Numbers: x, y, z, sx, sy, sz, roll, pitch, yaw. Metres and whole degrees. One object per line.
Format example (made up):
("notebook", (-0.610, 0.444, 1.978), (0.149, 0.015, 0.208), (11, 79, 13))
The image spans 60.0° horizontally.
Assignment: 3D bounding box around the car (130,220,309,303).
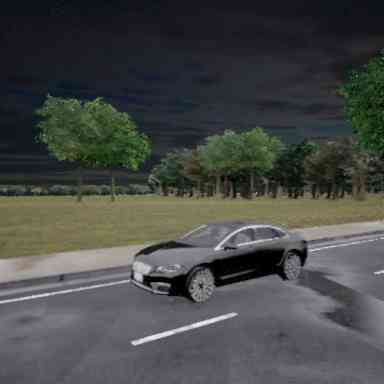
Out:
("car", (0.885, 1.494, 8.311), (4.902, 1.511, 2.128), (0, 0, -36))
